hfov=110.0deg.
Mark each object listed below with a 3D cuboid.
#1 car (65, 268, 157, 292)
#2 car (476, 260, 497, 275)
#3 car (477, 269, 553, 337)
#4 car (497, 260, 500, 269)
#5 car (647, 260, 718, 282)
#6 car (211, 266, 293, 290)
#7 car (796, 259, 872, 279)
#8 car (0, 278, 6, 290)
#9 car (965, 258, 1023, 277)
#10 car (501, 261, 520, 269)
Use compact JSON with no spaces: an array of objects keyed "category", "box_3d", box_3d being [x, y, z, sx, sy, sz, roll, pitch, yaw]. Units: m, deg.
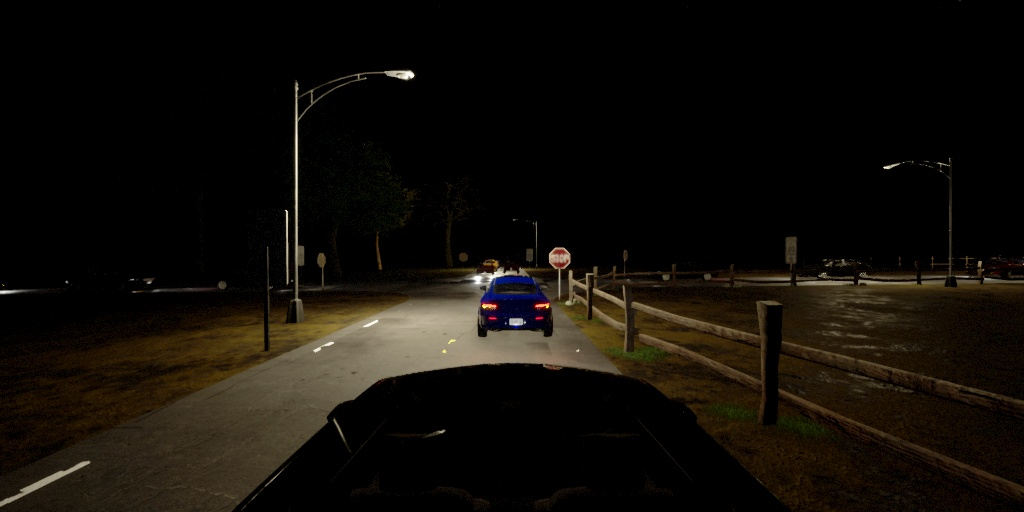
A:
[{"category":"car","box_3d":[-26.912,1.556,24.167,4.902,1.511,2.128,-1,1,0]},{"category":"car","box_3d":[-2.838,1.378,38.746,1.895,1.301,4.718,0,0,-3]},{"category":"car","box_3d":[0.053,1.277,10.158,1.812,1.442,4.674,0,0,-1]},{"category":"car","box_3d":[-2.954,1.279,49.072,1.882,1.535,5.008,0,0,0]},{"category":"car","box_3d":[12.734,1.060,26.949,5.008,1.535,1.882,-1,1,-1]},{"category":"car","box_3d":[-17.334,1.435,24.166,5.008,1.535,1.882,-1,1,0]},{"category":"car","box_3d":[24.035,0.955,26.949,4.892,1.490,1.837,-1,1,0]},{"category":"car","box_3d":[-37.276,1.746,24.211,4.181,1.385,1.994,-1,1,0]},{"category":"car","box_3d":[37.008,0.860,26.899,4.181,1.385,1.994,-1,1,0]},{"category":"car","box_3d":[-0.070,1.315,44.735,1.812,1.442,4.674,0,0,0]}]
